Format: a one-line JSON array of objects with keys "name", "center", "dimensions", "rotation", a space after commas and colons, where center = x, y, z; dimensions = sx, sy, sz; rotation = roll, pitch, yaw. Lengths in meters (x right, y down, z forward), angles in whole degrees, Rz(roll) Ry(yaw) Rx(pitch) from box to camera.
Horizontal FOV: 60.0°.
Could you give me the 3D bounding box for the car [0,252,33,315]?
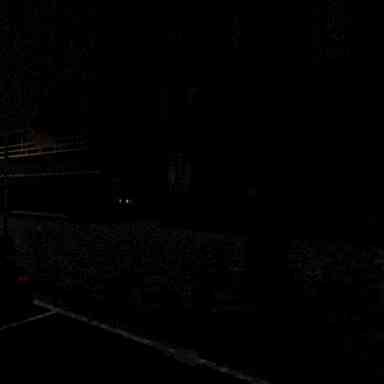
[{"name": "car", "center": [-4.649, 1.567, 6.275], "dimensions": [4.206, 1.307, 1.802], "rotation": [0, 0, 35]}]
